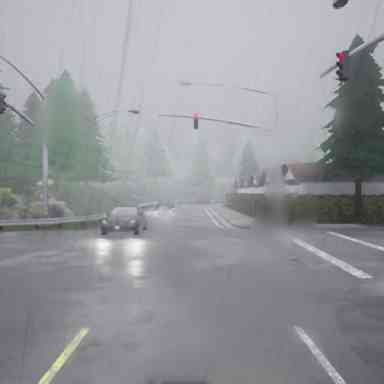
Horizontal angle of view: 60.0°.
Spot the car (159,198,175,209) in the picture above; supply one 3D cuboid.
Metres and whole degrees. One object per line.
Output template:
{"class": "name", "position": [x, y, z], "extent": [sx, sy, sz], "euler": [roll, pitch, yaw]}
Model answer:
{"class": "car", "position": [-3.472, 1.566, 47.218], "extent": [1.994, 1.385, 4.181], "euler": [0, 0, 0]}

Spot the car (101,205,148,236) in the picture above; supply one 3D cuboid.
{"class": "car", "position": [-3.489, 1.437, 17.866], "extent": [1.812, 1.442, 4.674], "euler": [0, -1, 0]}

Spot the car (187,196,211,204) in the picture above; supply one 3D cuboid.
{"class": "car", "position": [1.354, 1.540, 62.423], "extent": [4.902, 1.511, 2.128], "euler": [0, 0, -37]}

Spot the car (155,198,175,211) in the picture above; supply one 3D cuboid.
{"class": "car", "position": [-3.562, 1.640, 42.088], "extent": [1.895, 1.301, 4.718], "euler": [0, 0, 0]}
